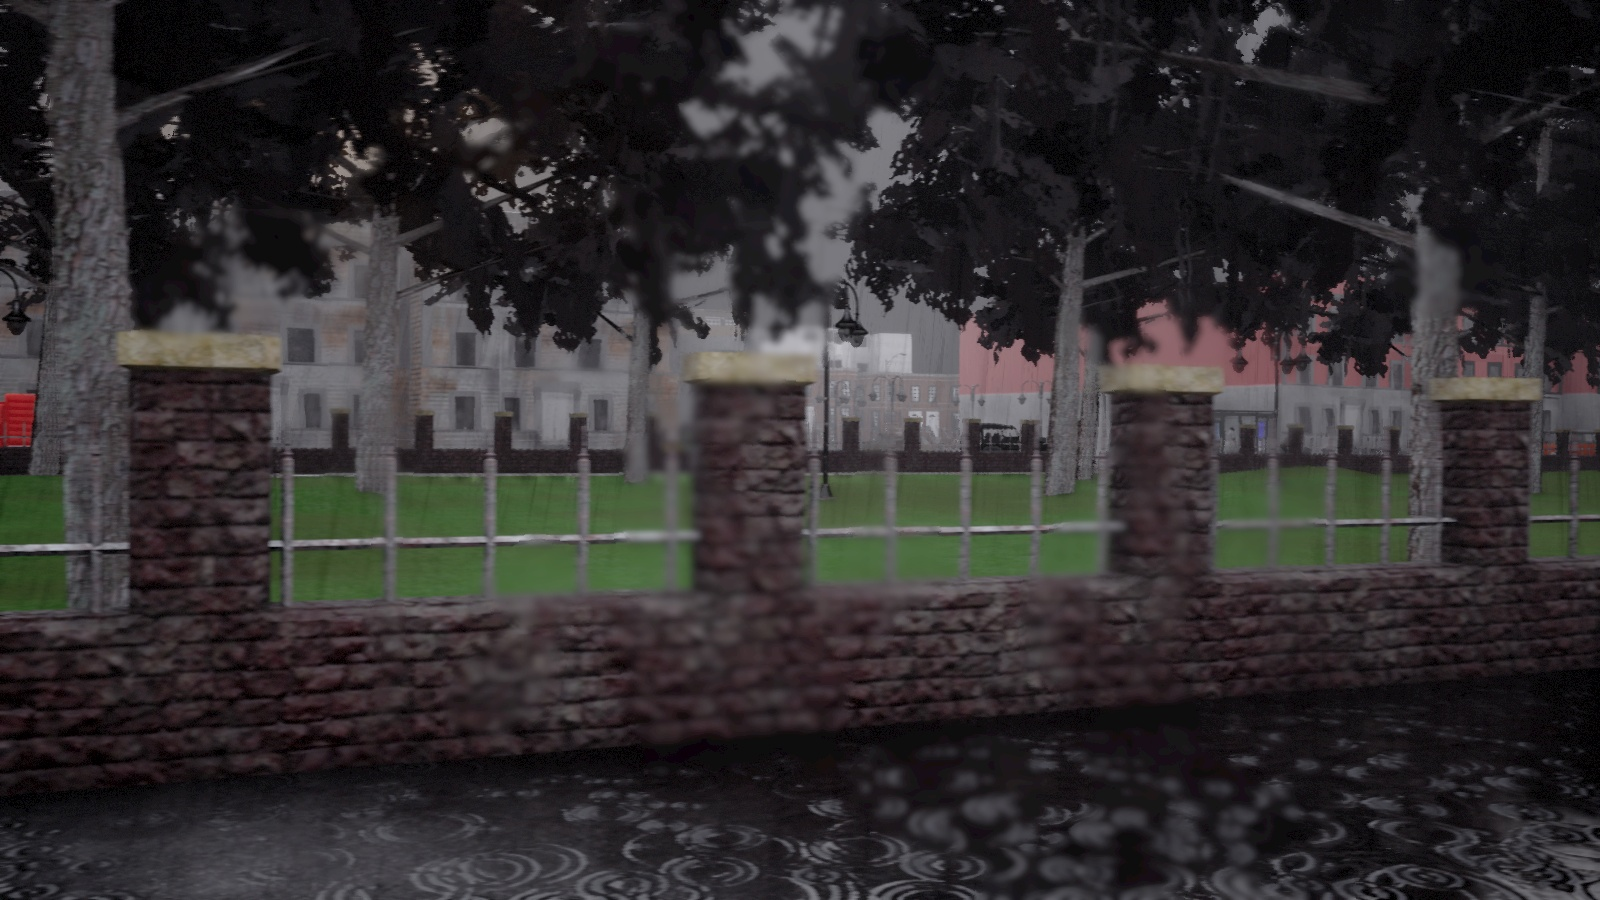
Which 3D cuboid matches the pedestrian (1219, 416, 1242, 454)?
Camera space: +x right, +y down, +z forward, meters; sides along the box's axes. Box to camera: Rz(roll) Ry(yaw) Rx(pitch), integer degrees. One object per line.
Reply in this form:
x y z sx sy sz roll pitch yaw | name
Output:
21.914 -0.770 63.937 0.873 1.952 0.659 -1 1 -16 | pedestrian

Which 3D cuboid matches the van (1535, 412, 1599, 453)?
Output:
39.208 -0.896 62.844 4.442 1.987 1.775 -1 1 -20 | van

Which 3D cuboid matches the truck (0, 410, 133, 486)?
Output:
-25.665 -0.092 42.427 5.204 2.467 2.627 0 1 -21 | truck

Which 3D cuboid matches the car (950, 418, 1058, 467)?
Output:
8.299 -0.327 51.092 3.866 1.878 1.905 -1 1 -21 | car
